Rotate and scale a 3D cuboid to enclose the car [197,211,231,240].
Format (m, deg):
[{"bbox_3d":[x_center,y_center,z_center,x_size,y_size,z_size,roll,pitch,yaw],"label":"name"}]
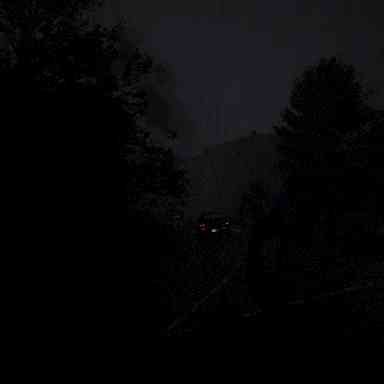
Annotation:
[{"bbox_3d":[1.262,1.869,19.470,1.812,1.442,4.674,-3,-2,3],"label":"car"}]

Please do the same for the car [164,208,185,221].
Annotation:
[{"bbox_3d":[-2.212,2.745,41.500,1.837,1.490,4.892,-5,-1,-13],"label":"car"}]
